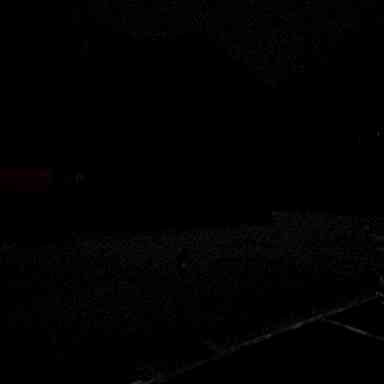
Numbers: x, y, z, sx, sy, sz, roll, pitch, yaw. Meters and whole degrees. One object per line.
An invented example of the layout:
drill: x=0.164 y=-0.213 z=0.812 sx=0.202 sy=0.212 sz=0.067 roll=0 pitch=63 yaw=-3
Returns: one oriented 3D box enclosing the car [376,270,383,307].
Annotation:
car: x=5.359 y=1.534 z=6.601 sx=4.403 sy=1.369 sz=2.008 roll=0 pitch=0 yaw=-35
